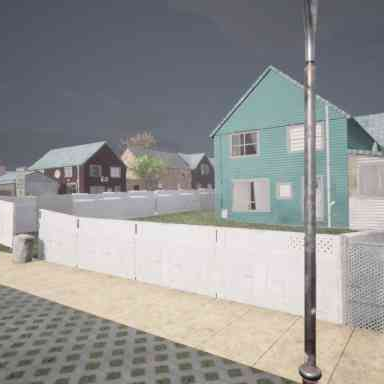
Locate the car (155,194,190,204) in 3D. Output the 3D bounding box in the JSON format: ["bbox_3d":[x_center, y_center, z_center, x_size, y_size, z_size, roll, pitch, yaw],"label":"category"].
[{"bbox_3d":[-1.981,0.690,36.620,1.882,1.535,5.008,-1,1,35],"label":"car"}]

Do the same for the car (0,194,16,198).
[{"bbox_3d":[-12.718,1.067,21.325,2.097,1.767,4.553,-1,1,35],"label":"car"}]

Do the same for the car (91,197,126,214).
[{"bbox_3d":[-7.549,0.950,28.692,1.882,1.535,5.008,-1,1,35],"label":"car"}]
